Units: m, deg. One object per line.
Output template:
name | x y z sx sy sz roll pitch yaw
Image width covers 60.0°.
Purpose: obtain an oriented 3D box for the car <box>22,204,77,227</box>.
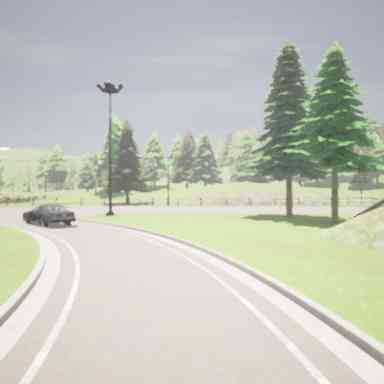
car | -9.974 1.564 23.117 5.357 1.411 2.033 0 0 45
